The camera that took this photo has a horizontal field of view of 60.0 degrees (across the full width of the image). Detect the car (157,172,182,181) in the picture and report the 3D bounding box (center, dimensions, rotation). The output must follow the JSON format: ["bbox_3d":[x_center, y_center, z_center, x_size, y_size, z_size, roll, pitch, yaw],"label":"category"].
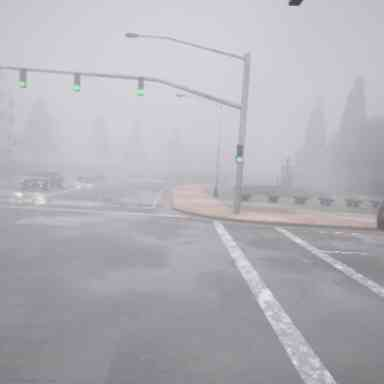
[{"bbox_3d":[-3.953,-2.745,58.937,2.033,1.411,5.357,6,5,33],"label":"car"}]

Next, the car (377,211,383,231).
[{"bbox_3d":[9.708,0.961,11.775,5.566,2.045,2.150,3,4,-1],"label":"car"}]

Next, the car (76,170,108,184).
[{"bbox_3d":[-11.336,-1.778,38.294,2.033,1.411,5.357,4,4,6],"label":"car"}]

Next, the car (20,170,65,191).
[{"bbox_3d":[-11.218,-0.927,25.303,1.837,1.490,4.892,3,4,-2],"label":"car"}]
